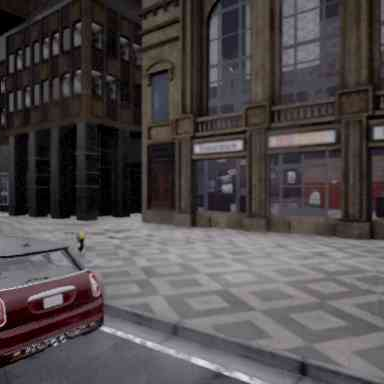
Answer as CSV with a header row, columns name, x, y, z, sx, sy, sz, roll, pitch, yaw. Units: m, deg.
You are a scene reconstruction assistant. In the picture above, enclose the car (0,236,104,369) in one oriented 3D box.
name,x,y,z,sx,sy,sz,roll,pitch,yaw
car,-3.396,1.463,5.496,4.097,1.590,1.967,0,0,35
